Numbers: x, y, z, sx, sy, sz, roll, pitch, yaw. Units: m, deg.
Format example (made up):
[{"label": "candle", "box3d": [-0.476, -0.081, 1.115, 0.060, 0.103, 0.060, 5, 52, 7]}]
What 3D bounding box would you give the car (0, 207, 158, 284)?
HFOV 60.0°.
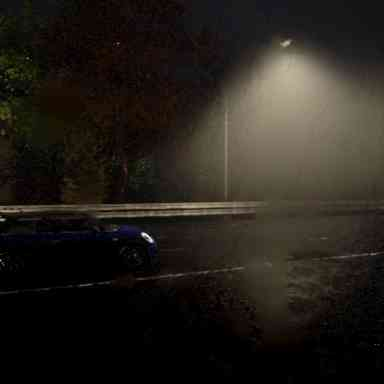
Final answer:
[{"label": "car", "box3d": [-3.304, 1.295, 9.450, 4.553, 1.767, 2.097, 0, 0, -23]}]
